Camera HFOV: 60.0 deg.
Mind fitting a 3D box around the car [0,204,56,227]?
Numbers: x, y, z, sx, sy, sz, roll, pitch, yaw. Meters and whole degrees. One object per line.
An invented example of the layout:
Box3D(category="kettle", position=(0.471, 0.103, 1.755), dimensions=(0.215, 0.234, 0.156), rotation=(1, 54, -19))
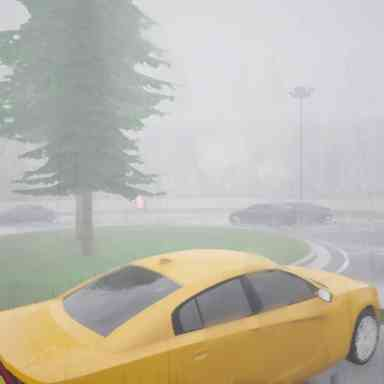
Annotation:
Box3D(category="car", position=(-11.741, 1.549, 23.090), dimensions=(4.181, 1.385, 1.994), rotation=(0, 0, -42))

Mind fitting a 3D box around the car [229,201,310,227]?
Box3D(category="car", position=(4.498, 1.430, 20.928), dimensions=(1.837, 1.490, 4.892), rotation=(3, -2, -42))

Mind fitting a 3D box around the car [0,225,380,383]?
Box3D(category="car", position=(0.385, 1.466, 4.044), dimensions=(5.008, 1.535, 1.882), rotation=(-1, 0, -36))

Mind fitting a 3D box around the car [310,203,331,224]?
Box3D(category="car", position=(7.144, 1.414, 23.246), dimensions=(1.837, 1.490, 4.892), rotation=(2, -1, -42))
